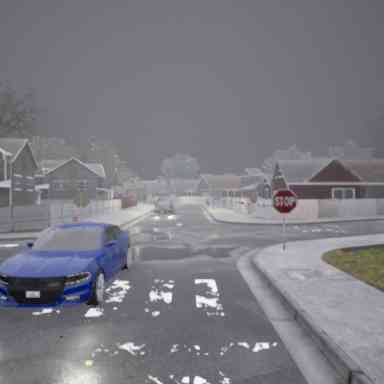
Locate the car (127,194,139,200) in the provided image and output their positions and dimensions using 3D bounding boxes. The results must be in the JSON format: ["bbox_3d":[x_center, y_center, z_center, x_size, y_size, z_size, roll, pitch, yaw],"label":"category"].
[{"bbox_3d":[-14.836,1.463,83.097,2.150,2.045,5.566,0,-1,-23],"label":"car"}]

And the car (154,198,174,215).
[{"bbox_3d":[-2.908,1.671,35.384,1.812,1.442,4.674,0,1,2],"label":"car"}]

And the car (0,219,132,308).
[{"bbox_3d":[-2.768,1.509,8.278,1.882,1.535,5.008,0,0,0],"label":"car"}]
